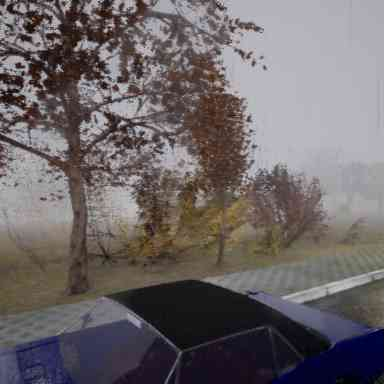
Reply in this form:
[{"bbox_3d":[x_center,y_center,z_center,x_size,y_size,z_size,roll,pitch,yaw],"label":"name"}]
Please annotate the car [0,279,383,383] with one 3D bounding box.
[{"bbox_3d":[-0.368,1.605,2.808,4.718,1.301,1.895,0,0,-36],"label":"car"}]
